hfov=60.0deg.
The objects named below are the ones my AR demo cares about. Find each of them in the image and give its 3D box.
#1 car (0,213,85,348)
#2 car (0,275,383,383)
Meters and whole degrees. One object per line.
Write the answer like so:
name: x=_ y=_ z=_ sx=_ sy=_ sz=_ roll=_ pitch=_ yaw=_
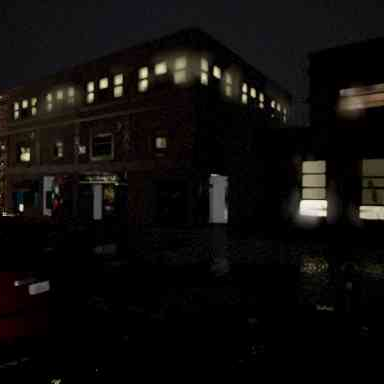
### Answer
car: x=-3.886 y=1.294 z=5.628 sx=5.009 sy=1.841 sz=2.192 roll=0 pitch=1 yaw=35
car: x=0.738 y=1.564 z=2.336 sx=4.313 sy=1.339 sz=1.947 roll=0 pitch=1 yaw=35
